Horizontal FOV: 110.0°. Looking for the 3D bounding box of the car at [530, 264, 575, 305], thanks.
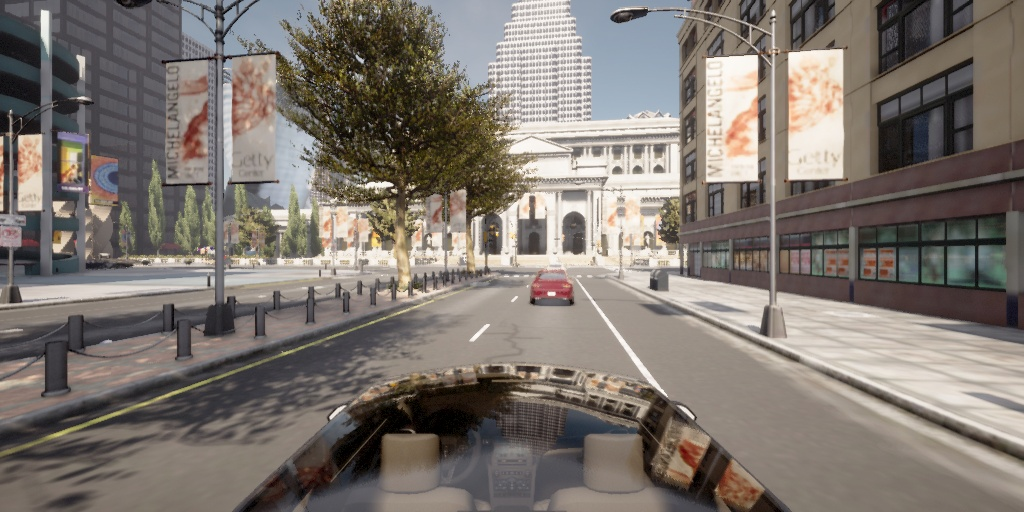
[{"bbox_3d":[1.816,1.280,16.019,1.812,1.442,4.674,0,0,8],"label":"car"}]
